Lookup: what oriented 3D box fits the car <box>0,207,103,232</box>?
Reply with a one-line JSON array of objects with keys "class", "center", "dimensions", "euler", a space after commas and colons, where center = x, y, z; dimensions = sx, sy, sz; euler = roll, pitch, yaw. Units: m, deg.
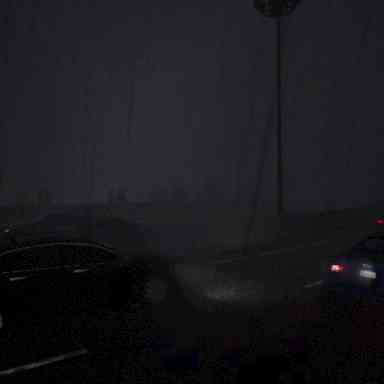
[{"class": "car", "center": [-6.920, 1.712, 16.336], "dimensions": [4.674, 1.442, 1.812], "euler": [0, 0, -37]}]

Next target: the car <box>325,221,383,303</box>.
[{"class": "car", "center": [5.202, 1.567, 7.753], "dimensions": [5.357, 1.411, 2.033], "euler": [0, -1, -39]}]

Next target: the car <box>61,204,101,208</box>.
[{"class": "car", "center": [-7.428, 1.574, 20.374], "dimensions": [4.553, 1.767, 2.097], "euler": [0, -1, -38]}]

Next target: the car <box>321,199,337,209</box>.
[{"class": "car", "center": [20.149, 1.733, 48.802], "dimensions": [1.812, 1.442, 4.674], "euler": [-1, -1, 27]}]

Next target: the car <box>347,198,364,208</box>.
[{"class": "car", "center": [23.668, 1.679, 48.023], "dimensions": [1.837, 1.490, 4.892], "euler": [0, -1, 26]}]

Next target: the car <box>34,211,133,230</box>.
[{"class": "car", "center": [-4.103, 1.710, 14.126], "dimensions": [4.181, 1.385, 1.994], "euler": [0, -1, -37]}]

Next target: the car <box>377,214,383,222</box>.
[{"class": "car", "center": [11.988, 1.595, 18.752], "dimensions": [2.033, 1.411, 5.357], "euler": [-1, -1, 44]}]

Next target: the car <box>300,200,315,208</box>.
[{"class": "car", "center": [18.449, 1.857, 53.232], "dimensions": [1.895, 1.301, 4.718], "euler": [-1, 0, 25]}]

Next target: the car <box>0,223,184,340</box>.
[{"class": "car", "center": [-2.445, 1.579, 6.426], "dimensions": [4.892, 1.490, 1.837], "euler": [0, 0, -35]}]
